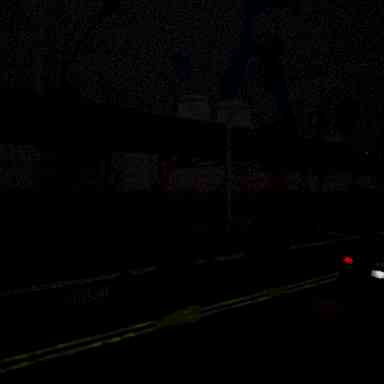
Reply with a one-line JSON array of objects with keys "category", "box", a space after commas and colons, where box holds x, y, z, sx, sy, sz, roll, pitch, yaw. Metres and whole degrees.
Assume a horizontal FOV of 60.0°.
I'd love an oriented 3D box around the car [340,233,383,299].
[{"category": "car", "box": [5.217, 1.536, 7.497, 4.181, 1.385, 1.994, 0, 0, -35]}]
